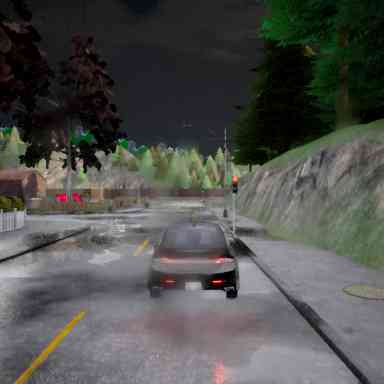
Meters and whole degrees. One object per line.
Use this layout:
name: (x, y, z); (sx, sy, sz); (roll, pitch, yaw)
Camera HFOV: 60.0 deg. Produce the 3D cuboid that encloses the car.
car: (0.052, 1.492, 8.464); (2.128, 1.511, 4.902); (0, 0, 1)
